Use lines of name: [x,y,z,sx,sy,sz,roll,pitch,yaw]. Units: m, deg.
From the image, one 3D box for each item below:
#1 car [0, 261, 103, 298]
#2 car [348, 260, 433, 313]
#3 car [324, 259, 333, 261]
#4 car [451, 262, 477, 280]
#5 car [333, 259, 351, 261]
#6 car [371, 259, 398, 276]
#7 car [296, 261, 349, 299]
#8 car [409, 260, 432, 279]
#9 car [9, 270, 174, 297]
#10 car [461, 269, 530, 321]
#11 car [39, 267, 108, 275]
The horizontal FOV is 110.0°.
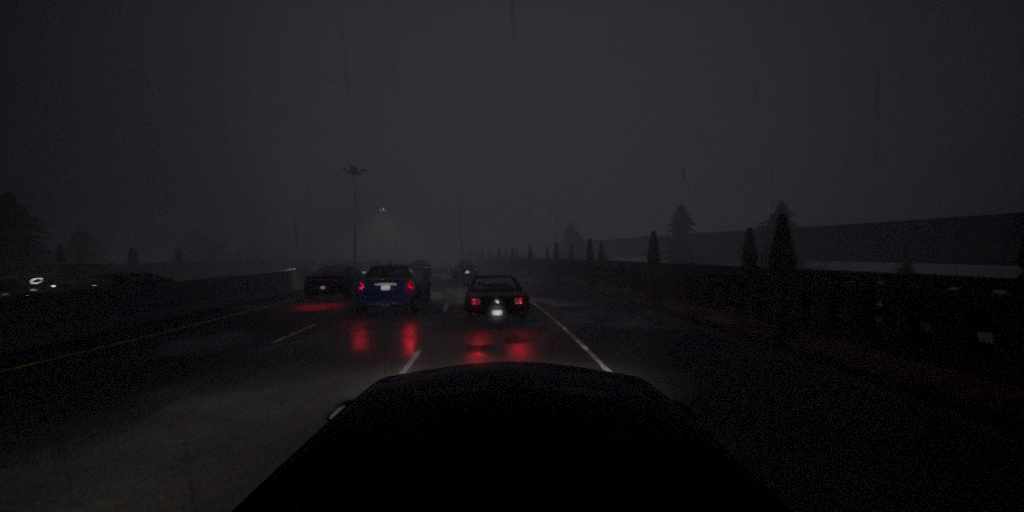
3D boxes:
car: [-22.981,1.136,18.135,2.097,1.767,4.553,0,0,-12]
car: [-4.413,1.059,13.947,2.097,1.767,4.553,0,0,-6]
car: [-29.553,1.176,58.086,1.812,1.442,4.674,0,0,-14]
car: [-3.877,1.192,29.346,1.994,1.385,4.181,0,0,-14]
car: [-24.753,1.168,53.476,1.812,1.442,4.674,0,0,-14]
car: [-12.927,1.141,36.570,2.128,1.511,4.902,0,0,-15]
car: [-8.505,1.186,17.793,1.882,1.535,5.008,0,0,-9]
car: [-8.214,1.145,32.316,1.837,1.490,4.892,0,0,-14]
car: [-15.092,1.358,13.708,1.895,1.301,4.718,0,0,-8]
car: [-0.652,1.300,12.327,1.895,1.301,4.718,0,0,-6]
car: [-19.265,1.366,17.544,1.895,1.301,4.718,0,0,-11]
